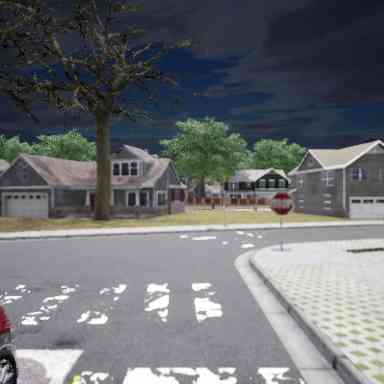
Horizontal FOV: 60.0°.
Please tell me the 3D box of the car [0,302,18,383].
[{"bbox_3d":[-2.768,1.364,1.497,2.097,1.767,4.553,0,0,-3],"label":"car"}]
